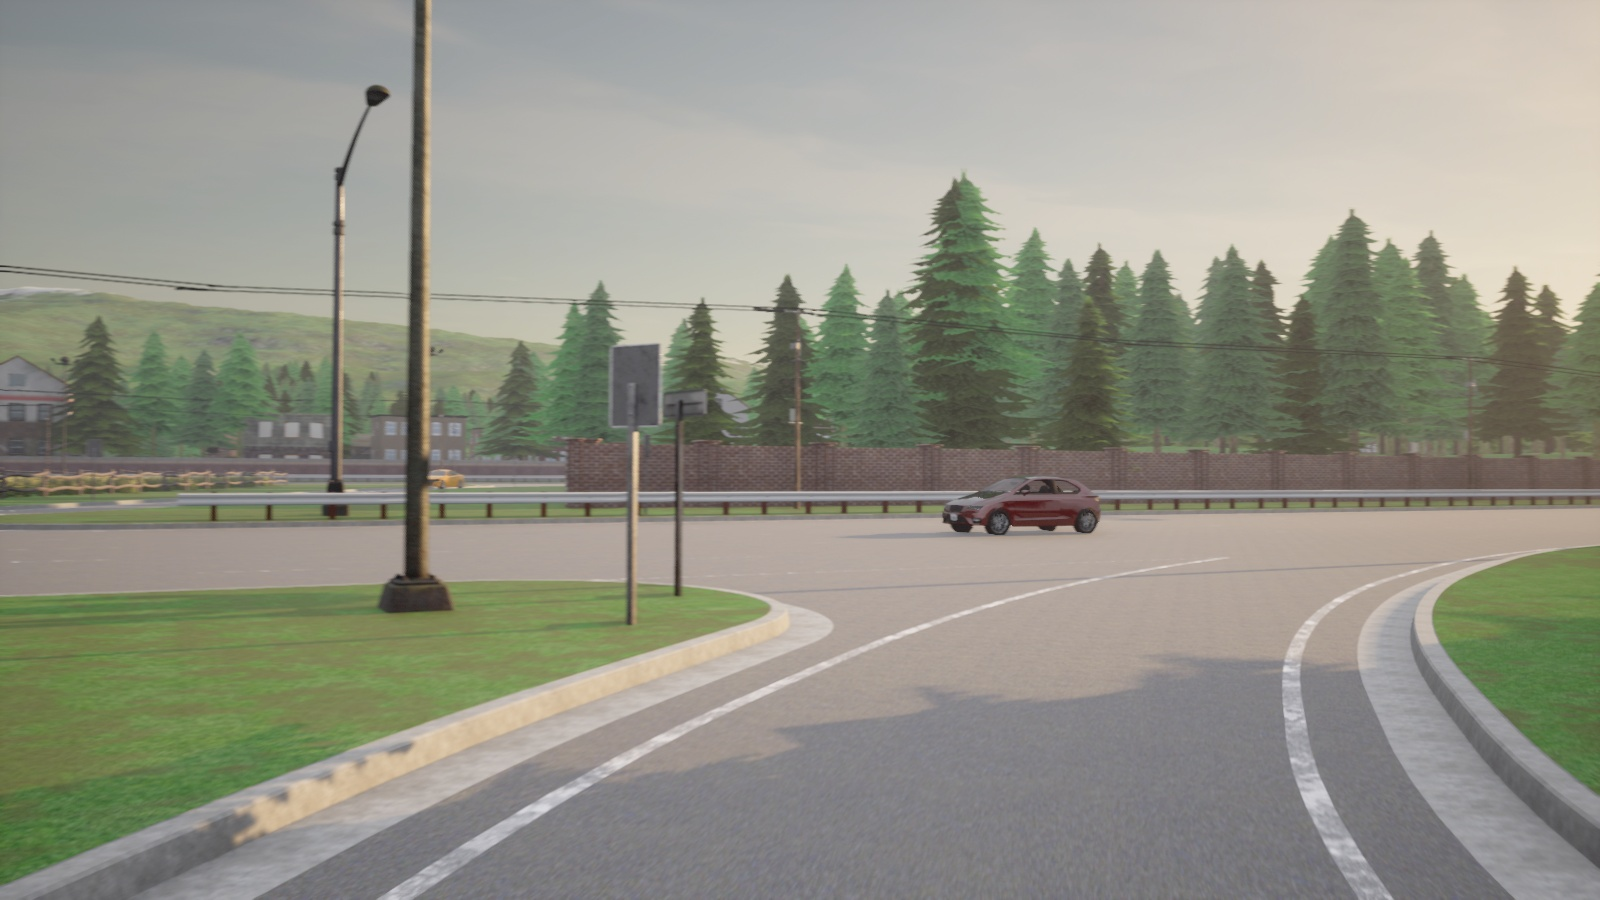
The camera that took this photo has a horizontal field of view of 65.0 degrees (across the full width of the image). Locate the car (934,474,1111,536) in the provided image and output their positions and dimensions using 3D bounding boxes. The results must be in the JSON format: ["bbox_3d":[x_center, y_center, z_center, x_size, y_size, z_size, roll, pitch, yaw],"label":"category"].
[{"bbox_3d":[5.687,1.354,32.052,4.193,1.474,1.816,0,-1,-27],"label":"car"}]
